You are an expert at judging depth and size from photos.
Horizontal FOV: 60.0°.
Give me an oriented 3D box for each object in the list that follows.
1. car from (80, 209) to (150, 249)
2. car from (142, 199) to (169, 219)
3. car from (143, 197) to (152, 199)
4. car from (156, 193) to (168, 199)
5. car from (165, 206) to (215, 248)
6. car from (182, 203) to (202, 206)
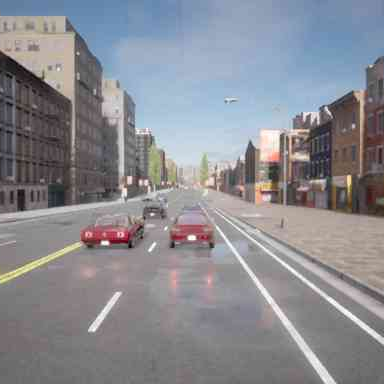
[{"bbox_3d":[-3.250,1.633,14.684,1.895,1.301,4.718,0,0,0],"label":"car"},{"bbox_3d":[-3.250,1.601,29.658,1.837,1.490,4.892,0,0,0],"label":"car"},{"bbox_3d":[-9.750,1.689,72.501,1.895,1.301,4.718,0,0,0],"label":"car"},{"bbox_3d":[-6.500,1.343,72.223,2.150,2.045,5.566,0,0,0],"label":"car"},{"bbox_3d":[0.000,1.550,14.654,1.812,1.442,4.674,0,0,0],"label":"car"},{"bbox_3d":[0.000,1.657,29.658,1.994,1.385,4.181,0,0,0],"label":"car"}]
